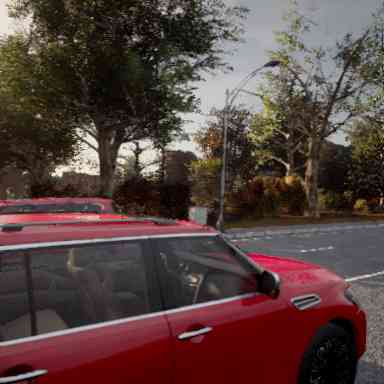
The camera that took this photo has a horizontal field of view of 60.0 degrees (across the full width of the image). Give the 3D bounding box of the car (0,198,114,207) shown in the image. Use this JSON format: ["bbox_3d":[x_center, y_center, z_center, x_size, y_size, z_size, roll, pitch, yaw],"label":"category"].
[{"bbox_3d":[-4.659,1.190,9.128,5.566,2.045,2.150,0,0,-34],"label":"car"}]

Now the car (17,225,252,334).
[{"bbox_3d":[-1.096,1.585,7.298,4.718,1.301,1.895,0,0,-33],"label":"car"}]

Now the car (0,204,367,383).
[{"bbox_3d":[-0.651,1.211,3.171,5.566,2.045,2.150,0,0,-35],"label":"car"}]
